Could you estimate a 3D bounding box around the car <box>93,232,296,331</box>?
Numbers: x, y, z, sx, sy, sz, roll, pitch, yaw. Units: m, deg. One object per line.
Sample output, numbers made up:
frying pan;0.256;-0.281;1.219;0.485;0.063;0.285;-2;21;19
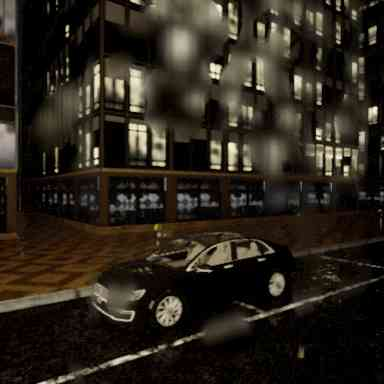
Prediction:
car;0.257;1.534;6.737;4.403;1.369;2.008;0;0;-35
